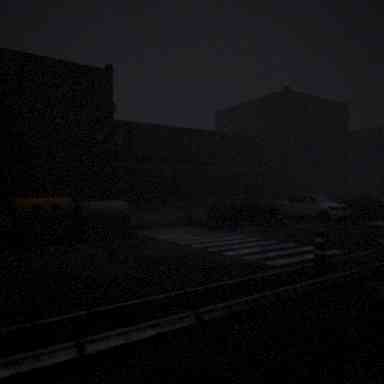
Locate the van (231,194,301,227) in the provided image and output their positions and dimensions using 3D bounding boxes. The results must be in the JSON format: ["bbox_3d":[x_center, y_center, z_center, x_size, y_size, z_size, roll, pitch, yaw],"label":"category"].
[{"bbox_3d":[4.631,1.217,22.184,1.878,1.987,4.442,0,0,-35],"label":"van"}]

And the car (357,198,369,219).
[{"bbox_3d":[11.303,1.464,27.074,2.002,1.452,4.674,0,0,-35],"label":"car"}]

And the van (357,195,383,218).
[{"bbox_3d":[13.582,1.198,28.834,1.878,1.987,4.442,0,0,-35],"label":"van"}]

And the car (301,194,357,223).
[{"bbox_3d":[9.072,1.175,25.449,2.435,2.045,5.566,0,0,-35],"label":"car"}]
